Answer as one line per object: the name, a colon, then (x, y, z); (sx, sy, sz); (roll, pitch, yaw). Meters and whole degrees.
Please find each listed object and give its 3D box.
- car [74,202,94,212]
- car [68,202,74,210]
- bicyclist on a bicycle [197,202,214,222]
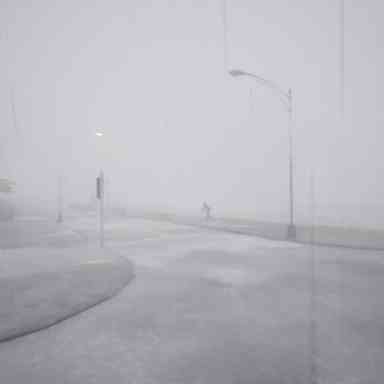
car: (-16.188, 2.276, 50.474); (1.994, 1.385, 4.181); (0, -1, -28)
car: (-20.922, 2.454, 59.244); (1.895, 1.301, 4.718); (0, -1, -28)
bicyclist on a bicycle: (1.130, 1.637, 27.221); (1.656, 1.620, 0.582); (-1, -1, -28)
